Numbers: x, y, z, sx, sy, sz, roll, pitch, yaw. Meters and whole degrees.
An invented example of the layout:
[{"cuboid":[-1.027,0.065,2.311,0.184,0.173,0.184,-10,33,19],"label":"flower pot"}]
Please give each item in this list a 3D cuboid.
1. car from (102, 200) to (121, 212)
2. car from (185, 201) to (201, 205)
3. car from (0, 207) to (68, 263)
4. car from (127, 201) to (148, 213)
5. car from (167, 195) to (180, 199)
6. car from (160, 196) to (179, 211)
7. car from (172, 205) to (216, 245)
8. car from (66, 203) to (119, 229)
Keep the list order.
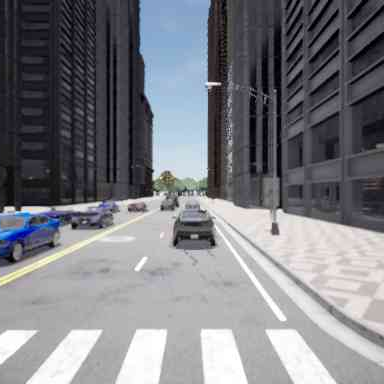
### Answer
[{"cuboid":[-9.820,1.715,39.256,1.812,1.442,4.674,0,0,0],"label":"car"},{"cuboid":[0.092,1.741,40.346,2.033,1.411,5.357,0,0,0],"label":"car"},{"cuboid":[-6.601,1.537,12.466,1.882,1.535,5.008,0,0,0],"label":"car"},{"cuboid":[-6.563,1.761,40.594,1.994,1.385,4.181,0,0,1],"label":"car"},{"cuboid":[-3.261,1.495,55.392,2.150,2.045,5.566,0,0,0],"label":"car"},{"cuboid":[-3.259,1.710,45.125,2.128,1.511,4.902,0,0,0],"label":"car"},{"cuboid":[0.096,1.579,15.949,1.837,1.490,4.892,0,-1,0],"label":"car"},{"cuboid":[-6.597,1.670,22.437,1.994,1.385,4.181,0,0,0],"label":"car"}]
